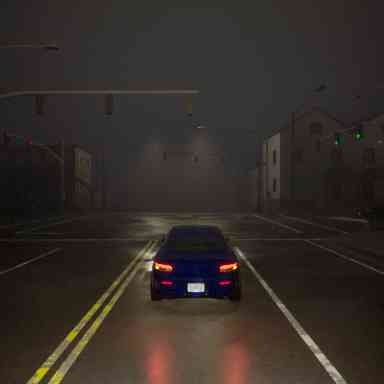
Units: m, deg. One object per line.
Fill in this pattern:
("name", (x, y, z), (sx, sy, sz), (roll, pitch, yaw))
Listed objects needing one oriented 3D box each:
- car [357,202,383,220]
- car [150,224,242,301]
("car", (16.378, 1.526, 27.930), (4.674, 1.442, 1.812), (0, 0, -1))
("car", (0.089, 1.526, 8.184), (1.812, 1.442, 4.674), (0, 0, 0))
